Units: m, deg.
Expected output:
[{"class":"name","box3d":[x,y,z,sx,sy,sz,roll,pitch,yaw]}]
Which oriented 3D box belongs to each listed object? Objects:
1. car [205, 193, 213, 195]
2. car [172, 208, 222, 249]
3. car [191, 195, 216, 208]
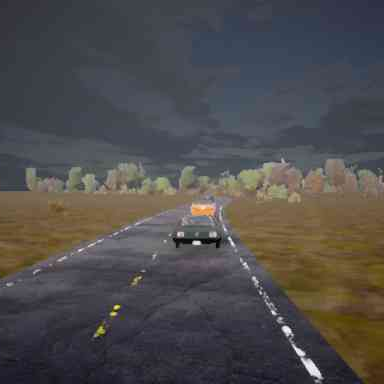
[{"class":"car","box3d":[3.854,1.173,76.766,2.150,2.045,5.566,0,0,9]},{"class":"car","box3d":[0.262,1.615,14.618,1.895,1.301,4.718,0,0,2]},{"class":"car","box3d":[1.040,1.363,29.485,2.097,1.767,4.553,0,0,4]}]
